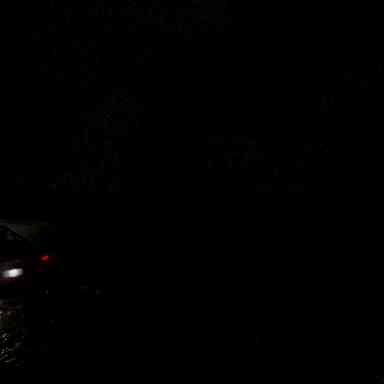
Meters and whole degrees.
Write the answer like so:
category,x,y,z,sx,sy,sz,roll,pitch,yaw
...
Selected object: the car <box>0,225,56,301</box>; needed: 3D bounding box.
category,x,y,z,sx,sy,sz,roll,pitch,yaw
car,-4.817,1.384,7.199,4.181,1.385,1.994,2,1,37
